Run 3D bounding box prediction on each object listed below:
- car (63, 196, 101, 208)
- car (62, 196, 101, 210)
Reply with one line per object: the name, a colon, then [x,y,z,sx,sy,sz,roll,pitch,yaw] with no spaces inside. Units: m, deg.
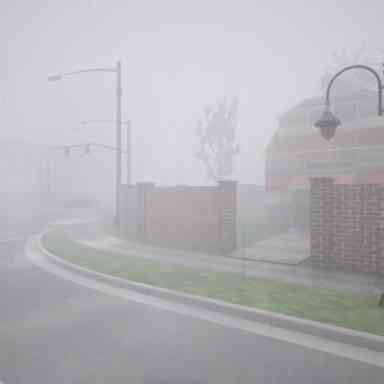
car: [-14.741,1.336,44.830,1.812,1.442,4.674,0,1,37]
car: [-13.493,1.340,40.678,1.837,1.490,4.892,0,1,36]
